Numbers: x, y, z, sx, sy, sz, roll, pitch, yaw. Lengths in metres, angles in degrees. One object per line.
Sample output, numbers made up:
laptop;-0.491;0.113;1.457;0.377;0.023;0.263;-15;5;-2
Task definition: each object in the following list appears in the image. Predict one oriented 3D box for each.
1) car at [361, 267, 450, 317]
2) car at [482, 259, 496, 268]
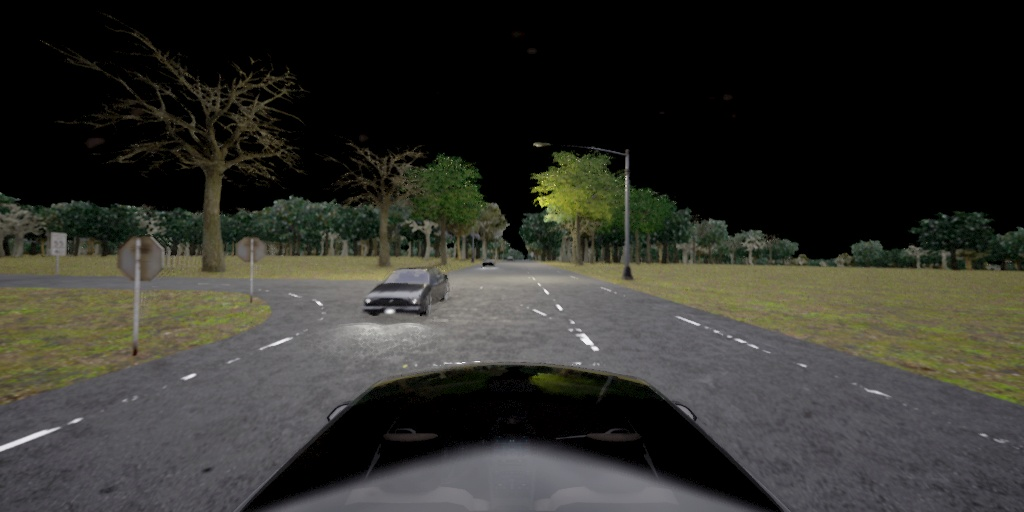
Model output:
car;-3.493;1.116;12.935;2.033;1.411;5.357;1;2;0
car;-3.541;1.094;54.922;1.895;1.301;4.718;0;0;0
